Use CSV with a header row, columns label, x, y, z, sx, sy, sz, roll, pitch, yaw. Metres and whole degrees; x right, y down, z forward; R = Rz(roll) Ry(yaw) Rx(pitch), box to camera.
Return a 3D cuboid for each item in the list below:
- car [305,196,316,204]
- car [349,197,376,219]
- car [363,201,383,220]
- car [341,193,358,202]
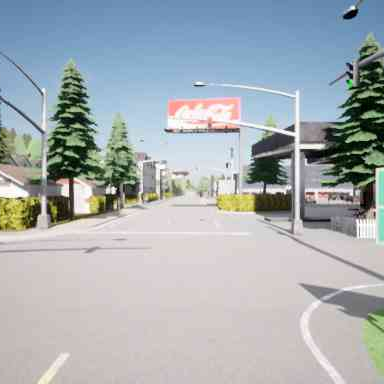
label,x,y,z,sx,sy,sz,roll,pitch,yaw
car,22.445,1.523,64.038,1.970,1.475,3.806,0,0,0
car,14.346,1.493,24.964,3.866,1.878,1.905,0,0,0
car,18.668,1.657,30.638,4.611,1.667,2.242,0,0,0
car,34.842,1.456,71.841,2.007,1.523,4.514,0,0,0
